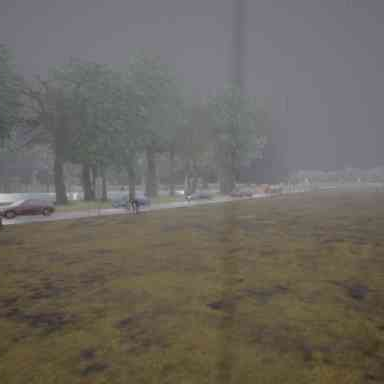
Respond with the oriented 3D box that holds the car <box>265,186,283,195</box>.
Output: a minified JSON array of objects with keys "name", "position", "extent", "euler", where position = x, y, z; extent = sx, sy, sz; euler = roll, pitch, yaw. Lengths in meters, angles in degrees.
[{"name":"car","position":[14.957,-0.364,60.835],"extent":[1.882,1.535,5.008],"euler":[-1,2,35]}]

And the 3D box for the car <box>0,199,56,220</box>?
[{"name":"car","position":[-13.143,1.300,26.233],"extent":[1.812,1.442,4.674],"euler":[-1,0,35]}]

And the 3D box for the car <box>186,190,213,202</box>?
[{"name":"car","position":[1.039,0.484,46.230],"extent":[2.128,1.511,4.902],"euler":[-1,1,36]}]

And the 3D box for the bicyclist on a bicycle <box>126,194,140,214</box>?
[{"name":"bicyclist on a bicycle","position":[-4.909,0.996,27.507],"extent":[1.656,1.620,0.582],"euler":[-1,1,35]}]

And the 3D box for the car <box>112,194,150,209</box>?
[{"name":"car","position":[-6.470,0.992,35.646],"extent":[1.812,1.442,4.674],"euler":[-1,1,35]}]

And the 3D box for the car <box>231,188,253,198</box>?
[{"name":"car","position":[7.633,0.149,50.476],"extent":[2.128,1.511,4.902],"euler":[-1,1,35]}]
